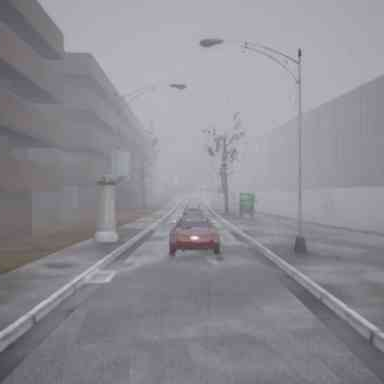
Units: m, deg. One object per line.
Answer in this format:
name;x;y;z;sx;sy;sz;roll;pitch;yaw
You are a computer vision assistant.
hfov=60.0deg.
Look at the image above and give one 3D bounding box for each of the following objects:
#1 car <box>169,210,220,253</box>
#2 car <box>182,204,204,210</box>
car;0.100;1.675;14.137;1.994;1.385;4.181;0;-1;0
car;0.100;1.899;30.967;2.128;1.511;4.902;0;-1;0
